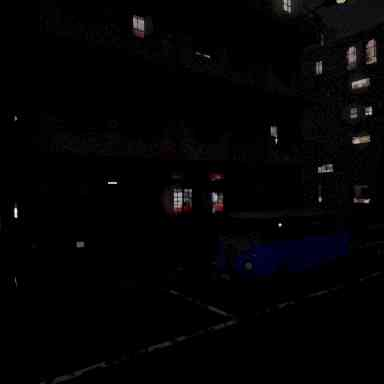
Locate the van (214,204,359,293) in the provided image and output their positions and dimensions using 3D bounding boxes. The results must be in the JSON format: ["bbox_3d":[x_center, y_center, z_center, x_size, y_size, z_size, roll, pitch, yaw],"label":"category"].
[{"bbox_3d":[2.399,1.338,8.555,3.998,1.788,1.690,0,-1,-37],"label":"van"}]

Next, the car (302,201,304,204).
[{"bbox_3d":[11.553,1.352,40.963,1.887,1.381,4.507,-1,1,-37],"label":"car"}]

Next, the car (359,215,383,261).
[{"bbox_3d":[6.829,1.546,11.948,4.403,1.369,2.008,0,-1,-37],"label":"car"}]
